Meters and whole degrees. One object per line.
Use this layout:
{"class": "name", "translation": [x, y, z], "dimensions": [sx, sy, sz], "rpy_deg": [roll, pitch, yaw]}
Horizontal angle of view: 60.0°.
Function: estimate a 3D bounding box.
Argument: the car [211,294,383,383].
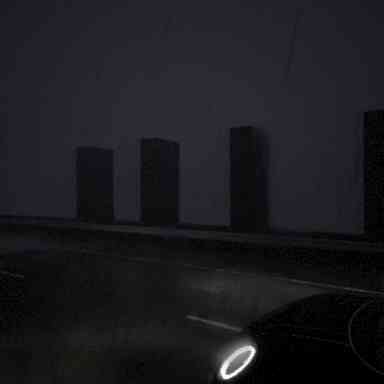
{"class": "car", "translation": [2.343, 1.346, 2.212], "dimensions": [4.553, 1.767, 2.097], "rpy_deg": [0, 0, 35]}
